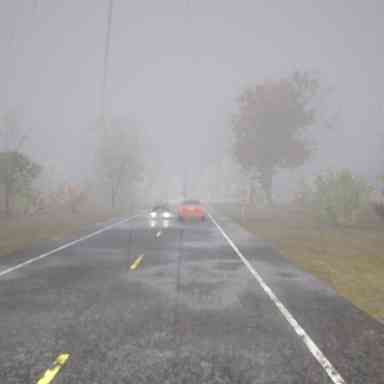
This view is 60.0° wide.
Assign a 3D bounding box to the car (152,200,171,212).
[{"bbox_3d":[-3.592,1.642,39.490,1.895,1.301,4.718,0,0,0],"label":"car"}]

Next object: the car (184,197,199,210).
[{"bbox_3d":[-0.018,1.530,45.137,1.882,1.535,5.008,0,0,0],"label":"car"}]

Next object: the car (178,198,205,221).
[{"bbox_3d":[-0.029,1.365,27.862,2.097,1.767,4.553,0,0,0],"label":"car"}]
